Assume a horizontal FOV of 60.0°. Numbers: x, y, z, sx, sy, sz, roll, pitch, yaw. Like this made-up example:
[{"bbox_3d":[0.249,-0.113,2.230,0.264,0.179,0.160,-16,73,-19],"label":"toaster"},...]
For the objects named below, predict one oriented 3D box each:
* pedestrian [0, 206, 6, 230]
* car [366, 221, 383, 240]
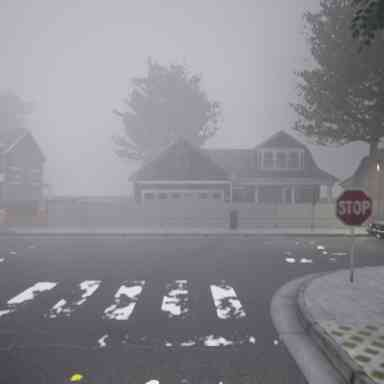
[{"bbox_3d":[-9.799,1.298,17.162,0.375,1.300,0.375,0,0,-1],"label":"pedestrian"},{"bbox_3d":[10.292,1.596,14.491,4.718,1.301,1.895,0,1,-1],"label":"car"}]
